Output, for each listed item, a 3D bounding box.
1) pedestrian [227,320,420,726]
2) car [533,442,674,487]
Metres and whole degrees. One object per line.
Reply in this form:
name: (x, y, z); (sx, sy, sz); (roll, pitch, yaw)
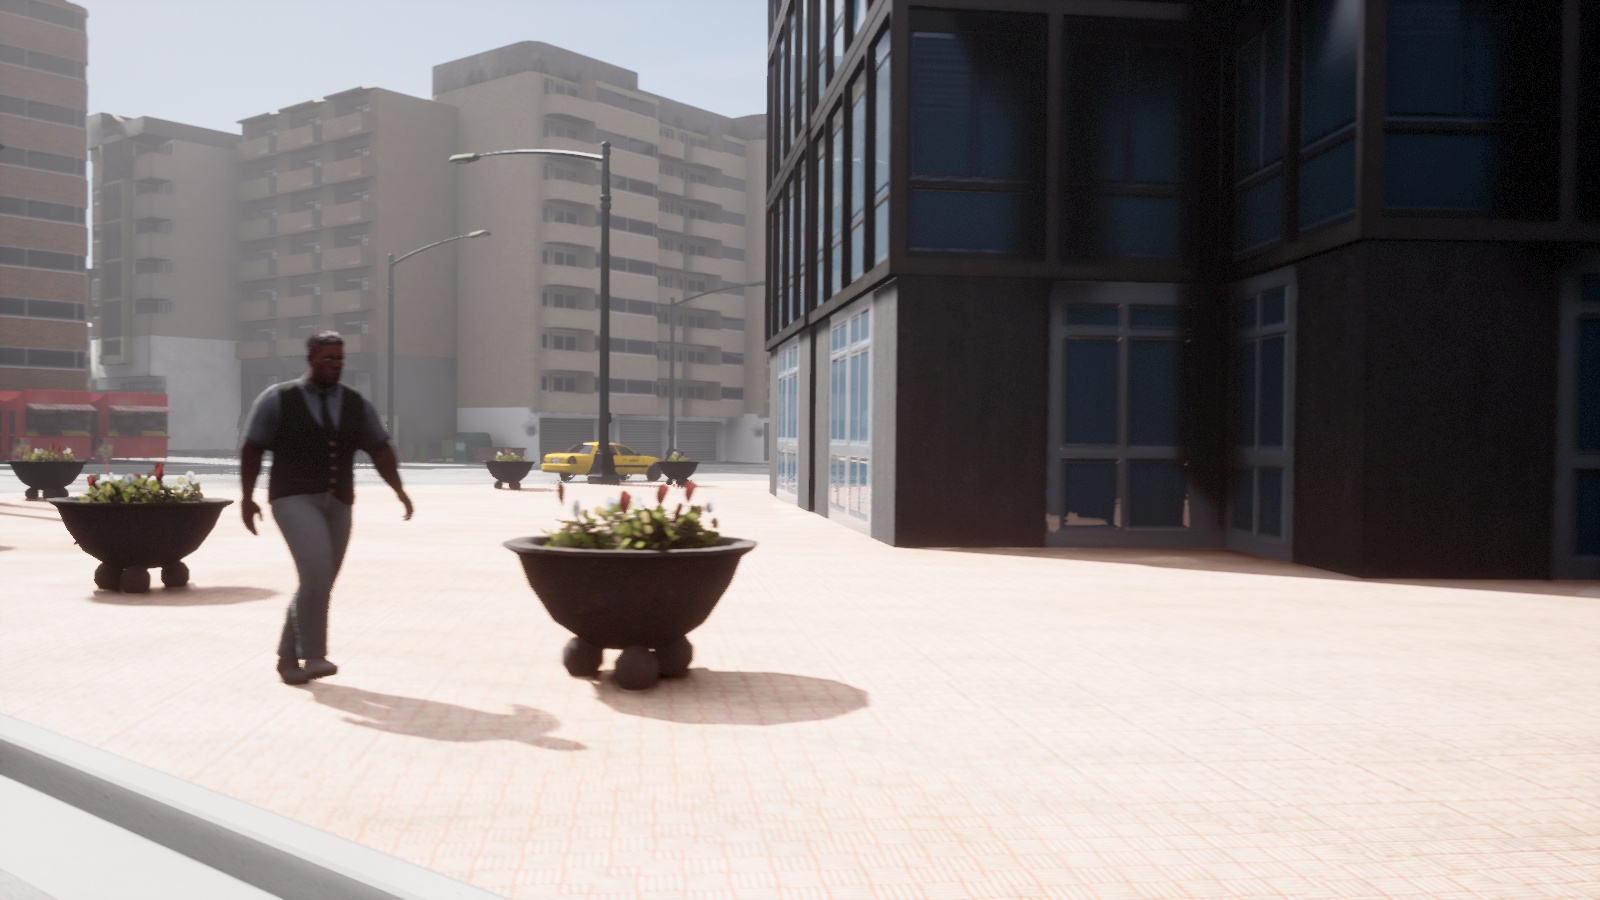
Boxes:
pedestrian: (-2.402, 0.335, 6.315); (0.849, 1.883, 0.563); (0, 1, 43)
car: (-7.188, 0.492, 46.506); (1.801, 1.575, 5.366); (0, 0, 38)
